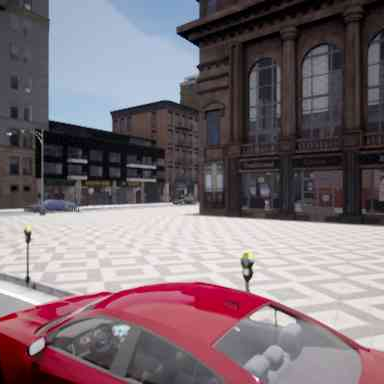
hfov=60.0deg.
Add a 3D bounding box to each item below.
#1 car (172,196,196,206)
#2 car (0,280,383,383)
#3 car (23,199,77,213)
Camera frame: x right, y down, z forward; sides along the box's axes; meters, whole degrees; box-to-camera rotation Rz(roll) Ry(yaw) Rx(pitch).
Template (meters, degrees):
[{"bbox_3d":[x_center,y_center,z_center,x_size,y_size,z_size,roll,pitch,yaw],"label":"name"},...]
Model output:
[{"bbox_3d":[-1.314,1.467,55.023,1.837,1.490,4.892,0,-1,37],"label":"car"},{"bbox_3d":[-0.294,1.543,3.055,4.507,1.381,1.887,0,0,35],"label":"car"},{"bbox_3d":[-15.265,1.486,36.121,2.033,1.411,5.357,0,0,36],"label":"car"}]
